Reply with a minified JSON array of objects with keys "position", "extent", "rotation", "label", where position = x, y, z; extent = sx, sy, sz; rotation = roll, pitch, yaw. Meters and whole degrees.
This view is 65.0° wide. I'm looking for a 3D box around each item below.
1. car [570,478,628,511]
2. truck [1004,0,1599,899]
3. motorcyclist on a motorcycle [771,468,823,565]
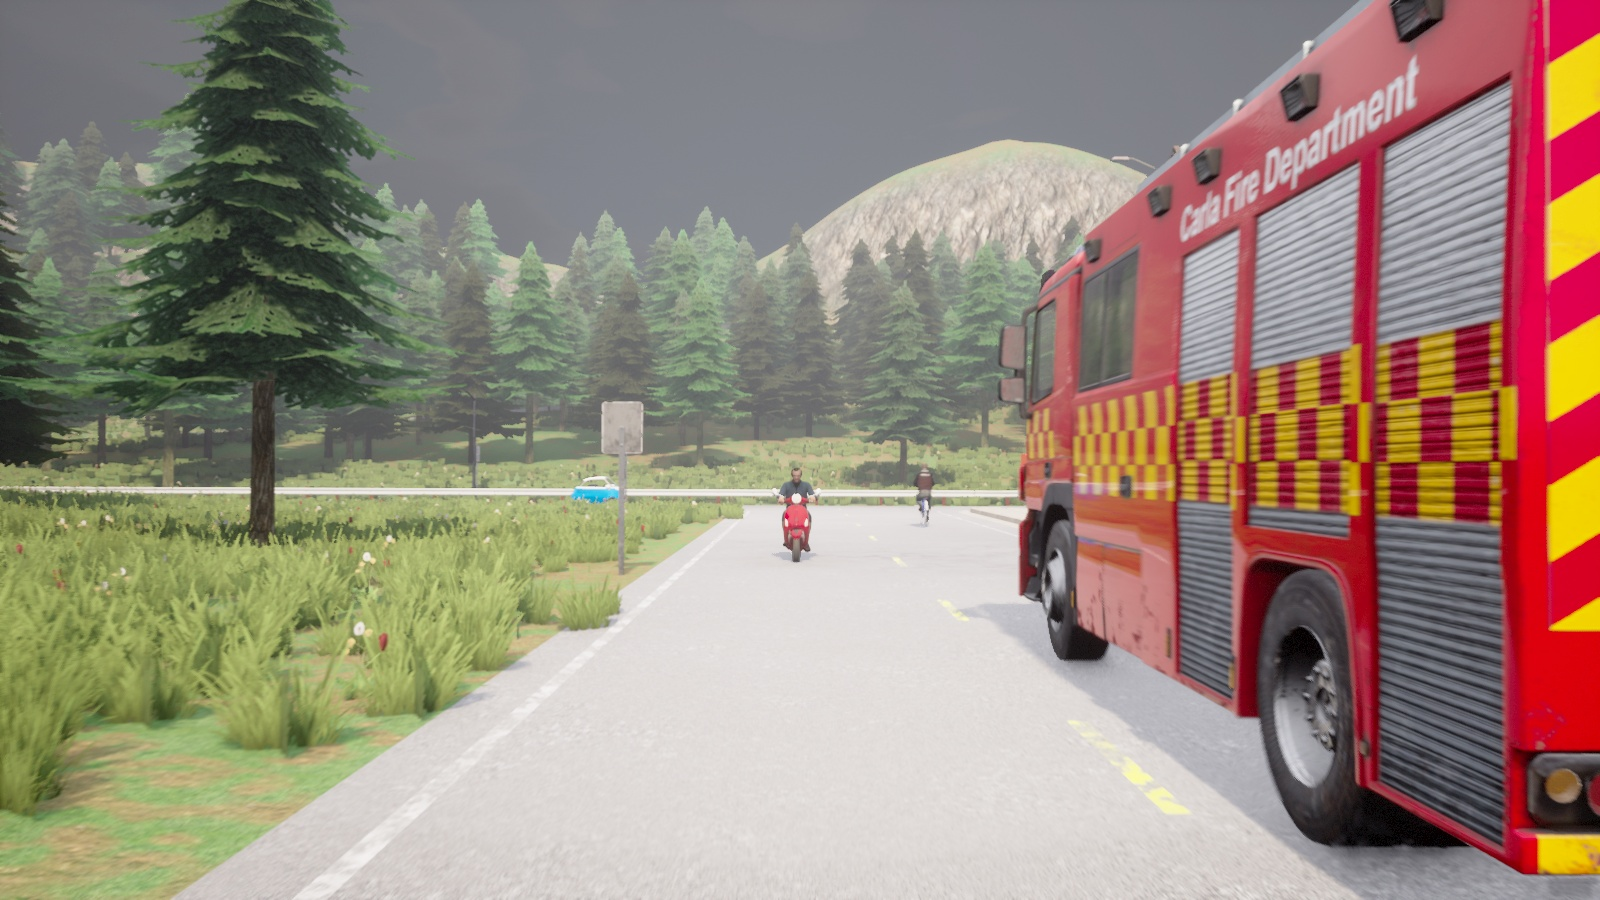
[{"position":[-8.531,1.886,53.396],"extent":[2.207,1.376,1.481],"rotation":[-1,-1,0],"label":"car"},{"position":[3.475,-0.237,8.156],"extent":[2.891,3.827,8.468],"rotation":[0,-1,0],"label":"truck"},{"position":[-0.052,1.109,21.636],"extent":[0.866,1.590,1.817],"rotation":[0,-1,0],"label":"motorcyclist on a motorcycle"}]
